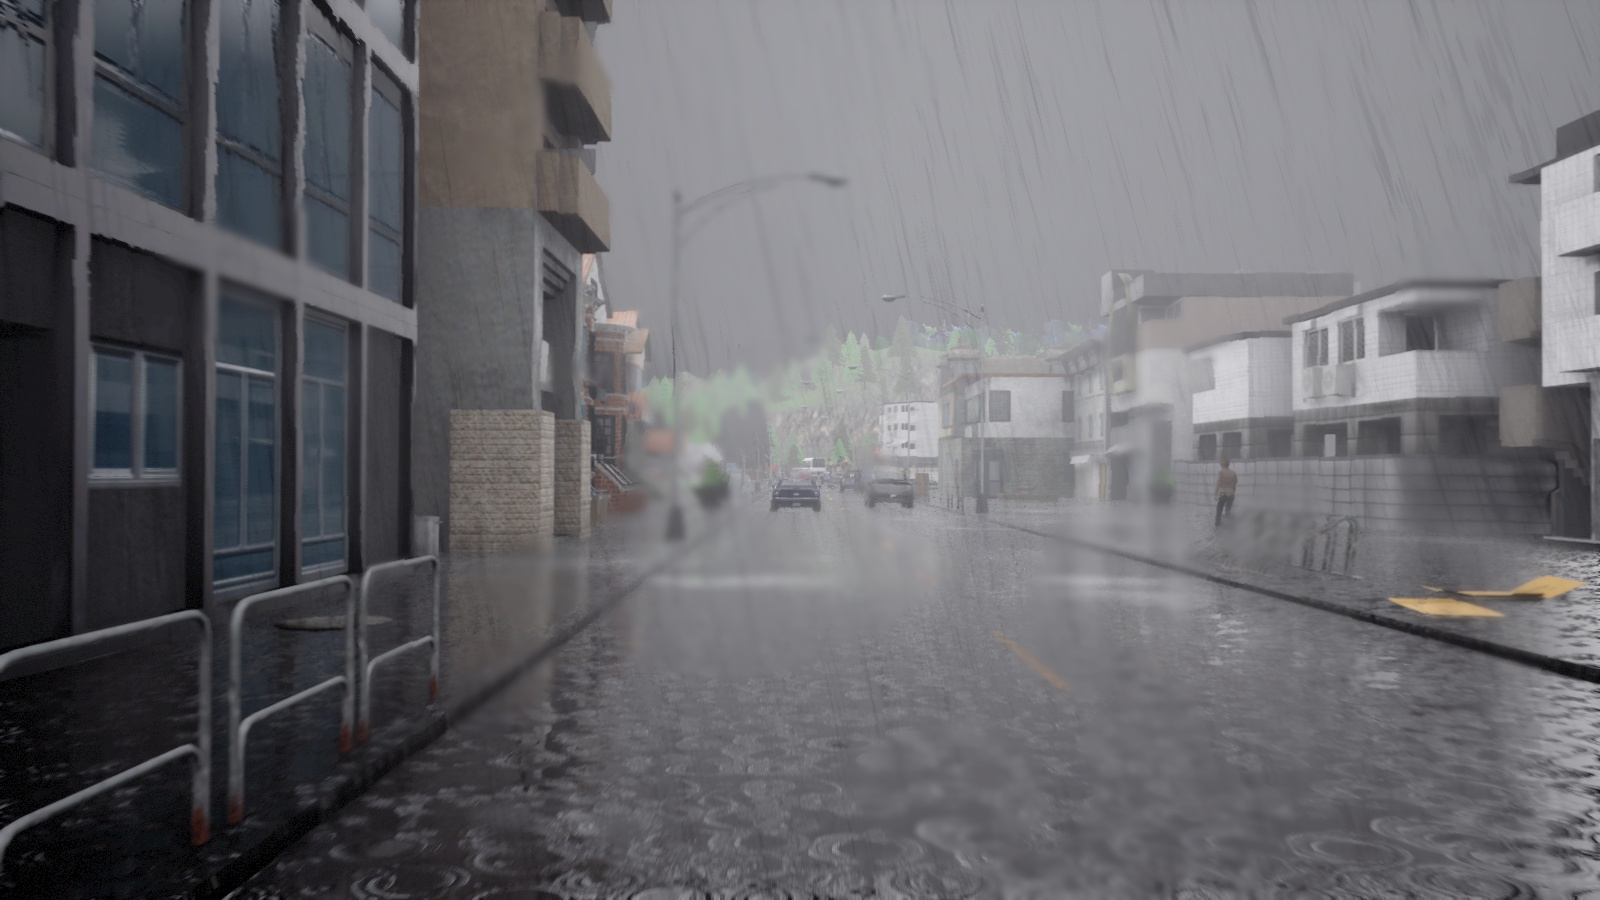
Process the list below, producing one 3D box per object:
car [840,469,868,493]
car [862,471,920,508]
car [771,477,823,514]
[{"bbox_3d":[3.774,2.177,88.387,1.851,1.617,3.988,0,-1,0],"label":"car"},{"bbox_3d":[3.866,1.663,54.241,2.128,1.511,4.902,0,-1,0],"label":"car"},{"bbox_3d":[-0.118,1.726,48.410,1.895,1.301,4.718,0,-1,0],"label":"car"}]
